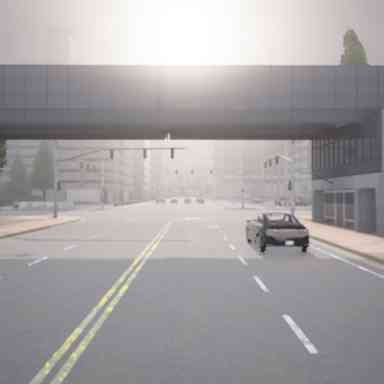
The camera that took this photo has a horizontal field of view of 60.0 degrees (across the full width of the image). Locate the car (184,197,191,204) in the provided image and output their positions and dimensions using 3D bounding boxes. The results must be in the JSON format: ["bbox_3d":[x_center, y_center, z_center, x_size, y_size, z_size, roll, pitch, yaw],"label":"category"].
[{"bbox_3d":[-1.181,2.355,87.651,1.895,1.301,4.718,0,-1,0],"label":"car"}]

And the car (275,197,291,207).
[{"bbox_3d":[16.575,1.713,60.860,1.932,1.855,4.605,0,-1,0],"label":"car"}]

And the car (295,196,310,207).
[{"bbox_3d":[19.470,1.715,60.818,1.905,1.878,3.866,0,-1,0],"label":"car"}]

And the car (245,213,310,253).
[{"bbox_3d":[3.491,1.625,14.300,2.128,1.511,4.902,0,0,0],"label":"car"}]

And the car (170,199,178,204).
[{"bbox_3d":[-4.669,2.389,86.191,1.895,1.301,4.718,0,-1,0],"label":"car"}]

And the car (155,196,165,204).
[{"bbox_3d":[-8.169,2.019,86.167,2.150,2.045,5.566,0,-1,0],"label":"car"}]

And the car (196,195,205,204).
[{"bbox_3d":[2.320,2.238,87.651,1.882,1.535,5.008,0,-1,0],"label":"car"}]

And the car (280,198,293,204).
[{"bbox_3d":[22.102,2.115,78.294,1.970,1.475,3.806,0,-1,0],"label":"car"}]
